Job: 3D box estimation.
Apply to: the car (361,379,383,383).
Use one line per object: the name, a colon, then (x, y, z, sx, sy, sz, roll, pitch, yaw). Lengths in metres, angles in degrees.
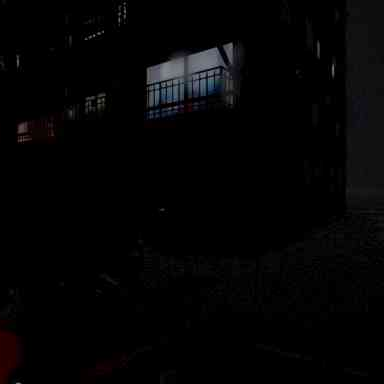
car: (2.555, 1.566, 1.052, 4.313, 1.339, 1.947, 0, 0, 36)

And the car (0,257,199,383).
car: (-2.032, 1.545, 4.327, 4.507, 1.381, 1.887, 0, 0, 36)
